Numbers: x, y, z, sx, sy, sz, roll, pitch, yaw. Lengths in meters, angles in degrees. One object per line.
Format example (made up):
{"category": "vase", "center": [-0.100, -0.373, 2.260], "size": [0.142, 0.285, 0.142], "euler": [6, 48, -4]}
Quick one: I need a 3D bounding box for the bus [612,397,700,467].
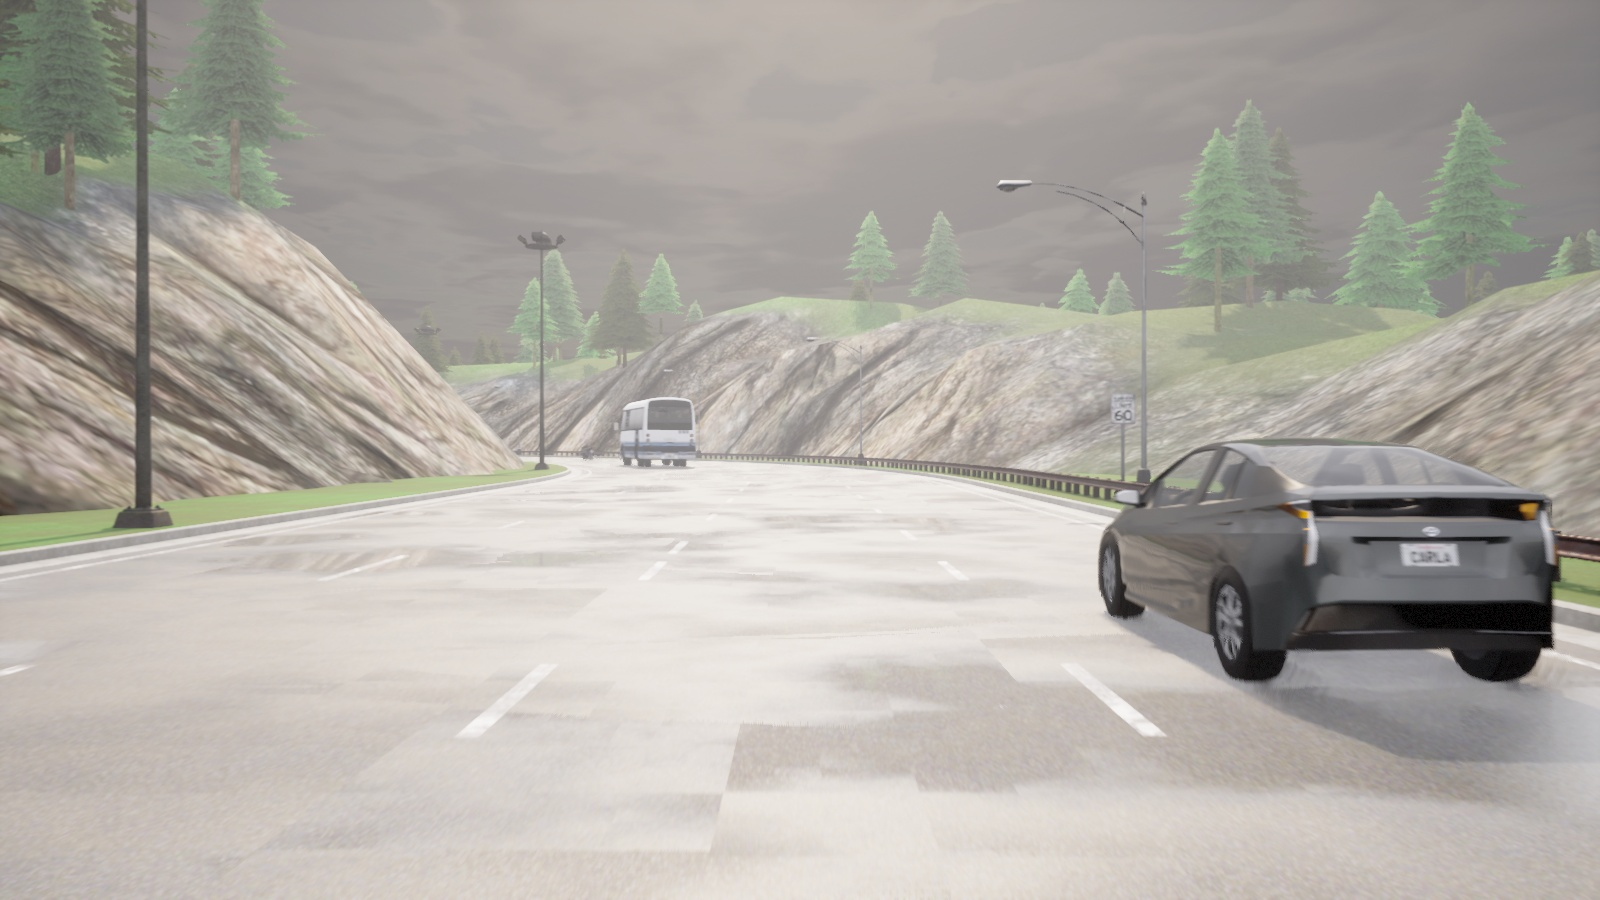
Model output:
{"category": "bus", "center": [-9.470, -1.096, 81.213], "size": [3.944, 4.253, 10.273], "euler": [0, 0, -17]}

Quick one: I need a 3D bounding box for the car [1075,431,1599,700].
{"category": "car", "center": [3.554, 0.643, 9.380], "size": [2.007, 1.525, 4.514], "euler": [0, 0, 0]}
